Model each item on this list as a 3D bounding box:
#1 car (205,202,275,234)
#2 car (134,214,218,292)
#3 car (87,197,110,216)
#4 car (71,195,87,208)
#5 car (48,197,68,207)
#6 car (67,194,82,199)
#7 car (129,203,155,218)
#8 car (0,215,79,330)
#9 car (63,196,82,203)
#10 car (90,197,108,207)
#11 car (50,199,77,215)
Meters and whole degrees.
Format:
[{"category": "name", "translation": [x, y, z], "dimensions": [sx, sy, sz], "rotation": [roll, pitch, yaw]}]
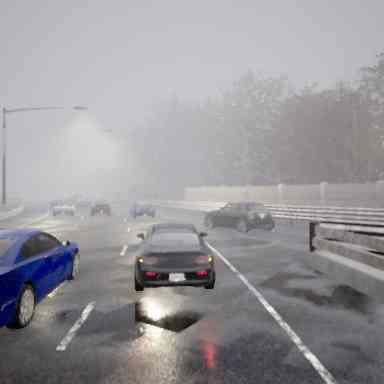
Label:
[{"category": "car", "translation": [2.719, 1.399, 20.078], "dimensions": [2.097, 1.767, 4.553], "rotation": [0, 0, -34]}, {"category": "car", "translation": [-0.513, 1.548, 8.952], "dimensions": [1.812, 1.442, 4.674], "rotation": [0, 0, -5]}, {"category": "car", "translation": [-9.496, 1.593, 34.246], "dimensions": [1.837, 1.490, 4.892], "rotation": [0, 0, -19]}, {"category": "car", "translation": [-17.016, 1.658, 51.379], "dimensions": [1.812, 1.442, 4.674], "rotation": [0, 0, -28]}, {"category": "car", "translation": [-20.751, 1.697, 50.891], "dimensions": [1.994, 1.385, 4.181], "rotation": [0, 0, -29]}, {"category": "car", "translation": [-24.398, 1.404, 69.038], "dimensions": [2.150, 2.045, 5.566], "rotation": [0, 0, -38]}, {"category": "car", "translation": [-4.693, 1.677, 30.760], "dimensions": [1.895, 1.301, 4.718], "rotation": [0, 0, -16]}, {"category": "car", "translation": [-3.796, 1.496, 6.906], "dimensions": [1.882, 1.535, 5.008], "rotation": [0, 0, -5]}, {"category": "car", "translation": [-25.066, 1.561, 69.877], "dimensions": [2.128, 1.511, 4.902], "rotation": [0, 0, -41]}, {"category": "car", "translation": [-15.714, 1.646, 56.009], "dimensions": [1.837, 1.490, 4.892], "rotation": [0, -1, -30]}, {"category": "car", "translation": [-13.031, 1.689, 33.915], "dimensions": [1.895, 1.301, 4.718], "rotation": [0, 0, -19]}]
